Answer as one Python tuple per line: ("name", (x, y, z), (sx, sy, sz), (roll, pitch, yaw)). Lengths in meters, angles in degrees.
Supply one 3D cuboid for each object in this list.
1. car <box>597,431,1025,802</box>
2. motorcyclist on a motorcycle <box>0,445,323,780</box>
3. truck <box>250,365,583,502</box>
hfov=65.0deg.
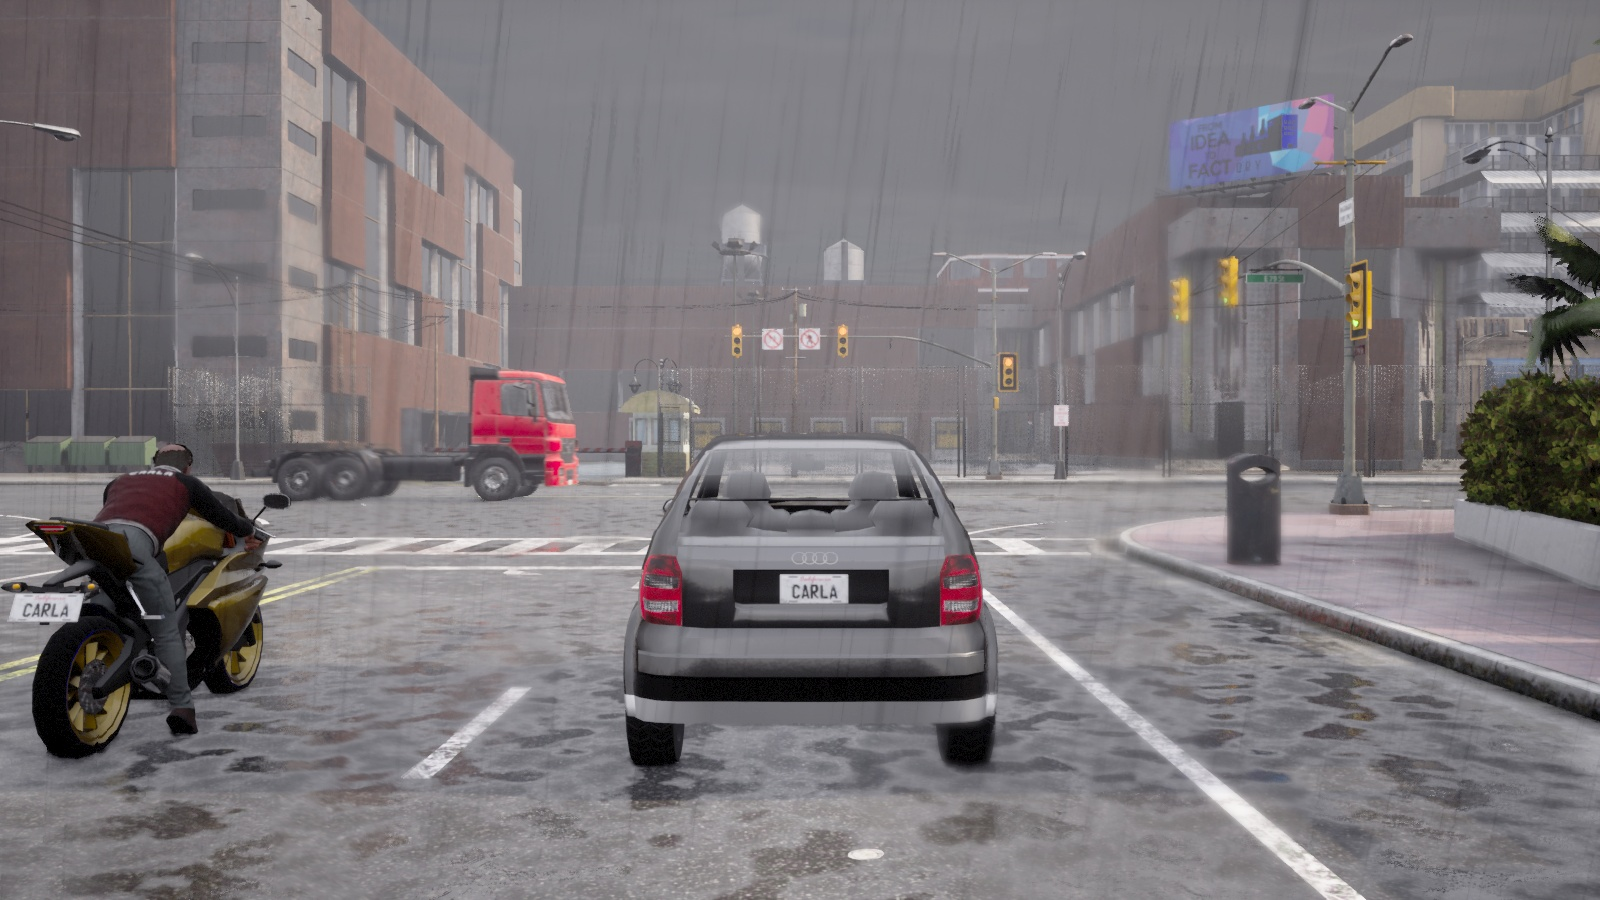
("car", (0.051, 0.685, 7.106), (1.789, 1.549, 3.705), (0, 0, 0))
("motorcyclist on a motorcycle", (-3.454, 0.740, 6.842), (0.866, 1.530, 2.191), (0, 0, 0))
("truck", (-9.976, -0.431, 33.290), (7.936, 3.462, 2.891), (0, 0, 1))
